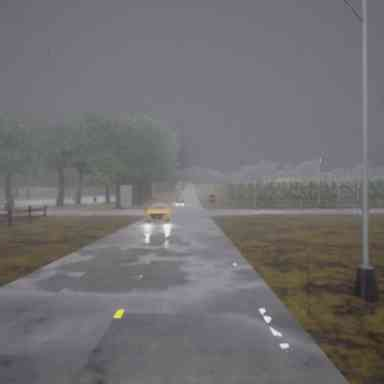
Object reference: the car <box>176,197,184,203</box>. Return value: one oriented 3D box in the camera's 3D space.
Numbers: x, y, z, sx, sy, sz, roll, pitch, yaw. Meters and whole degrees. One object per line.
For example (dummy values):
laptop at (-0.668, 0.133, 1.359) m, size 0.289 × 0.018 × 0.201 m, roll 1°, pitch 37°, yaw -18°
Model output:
car at (-2.753, 1.871, 77.298) m, size 2.128 × 1.511 × 4.902 m, roll 0°, pitch 0°, yaw 0°

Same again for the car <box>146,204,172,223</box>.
car at (-2.779, 1.751, 28.856) m, size 1.882 × 1.535 × 5.008 m, roll 0°, pitch -1°, yaw 1°
